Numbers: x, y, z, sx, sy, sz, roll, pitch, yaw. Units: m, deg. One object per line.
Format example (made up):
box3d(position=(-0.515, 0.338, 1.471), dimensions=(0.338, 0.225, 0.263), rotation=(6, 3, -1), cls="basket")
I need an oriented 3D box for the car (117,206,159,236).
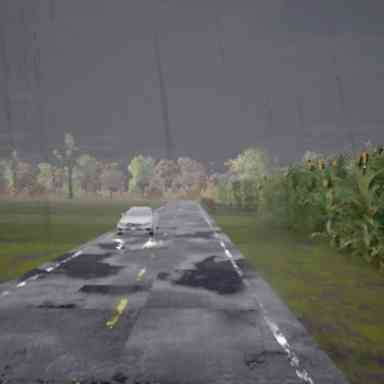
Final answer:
box3d(position=(-2.891, 1.548, 18.704), dimensions=(1.812, 1.442, 4.674), rotation=(0, 0, 0), cls="car")
